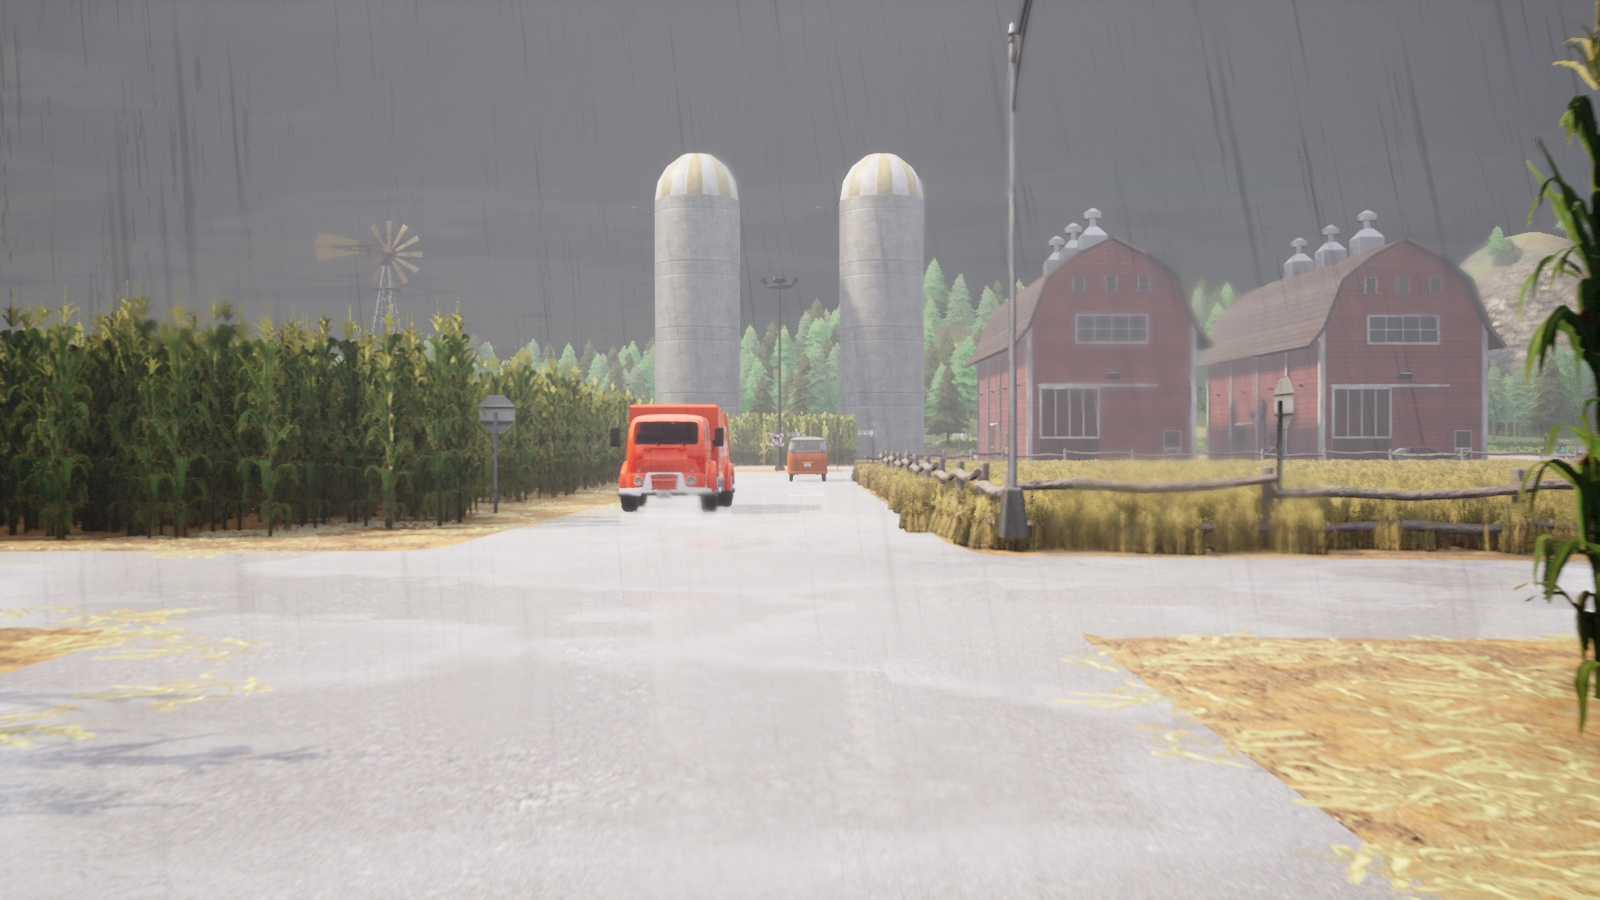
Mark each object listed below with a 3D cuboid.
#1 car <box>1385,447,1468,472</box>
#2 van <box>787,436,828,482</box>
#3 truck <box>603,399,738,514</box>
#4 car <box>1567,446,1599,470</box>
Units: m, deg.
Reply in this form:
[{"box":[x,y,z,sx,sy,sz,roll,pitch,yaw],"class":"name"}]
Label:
[{"box":[38.389,0.555,76.995,4.193,1.474,1.816,0,0,5],"class":"car"},{"box":[0.337,0.387,56.765,1.775,1.987,4.442,0,0,0],"class":"van"},{"box":[-2.919,0.172,29.650,2.627,2.467,5.204,0,-1,0],"class":"truck"},{"box":[51.453,0.504,82.104,1.812,1.442,4.674,0,1,37],"class":"car"}]
